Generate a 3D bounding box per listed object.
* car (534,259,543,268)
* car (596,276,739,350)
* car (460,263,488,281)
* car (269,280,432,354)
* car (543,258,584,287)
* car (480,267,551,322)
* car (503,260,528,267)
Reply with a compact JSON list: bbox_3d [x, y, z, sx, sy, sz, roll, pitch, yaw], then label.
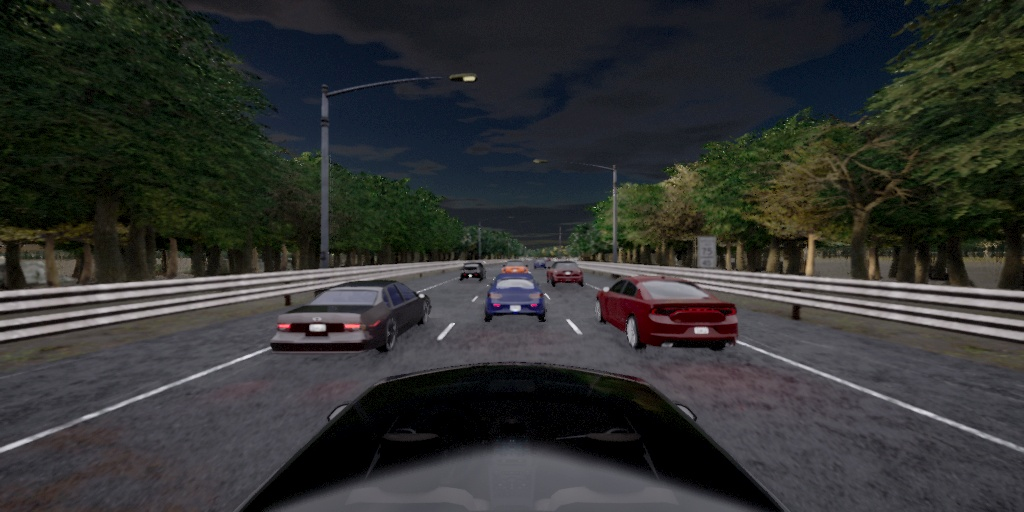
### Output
[{"bbox_3d":[4.732,1.297,60.849,2.097,1.767,4.553,0,0,3],"label":"car"},{"bbox_3d":[3.503,1.229,9.100,1.882,1.535,5.008,0,0,0],"label":"car"},{"bbox_3d":[-3.207,1.295,30.369,1.837,1.490,4.892,0,0,1],"label":"car"},{"bbox_3d":[-3.397,1.299,8.758,2.033,1.411,5.357,0,0,0],"label":"car"},{"bbox_3d":[3.602,1.127,25.064,2.097,1.767,4.553,0,0,1],"label":"car"},{"bbox_3d":[0.095,1.280,12.240,1.812,1.442,4.674,0,0,0],"label":"car"},{"bbox_3d":[0.288,1.142,30.006,2.097,1.767,4.553,0,0,1],"label":"car"}]
